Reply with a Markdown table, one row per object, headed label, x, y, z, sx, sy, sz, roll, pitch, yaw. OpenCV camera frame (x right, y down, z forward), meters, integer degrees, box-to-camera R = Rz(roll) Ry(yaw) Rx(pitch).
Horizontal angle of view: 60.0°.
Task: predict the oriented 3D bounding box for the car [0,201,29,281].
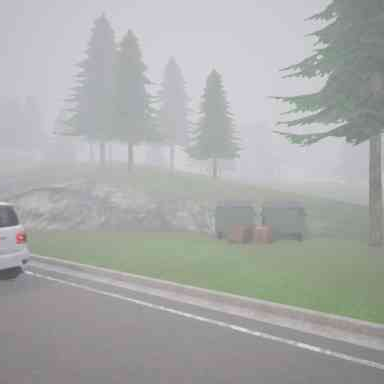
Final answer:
| label | x | y | z | sx | sy | sz | roll | pitch | yaw |
| --- | --- | --- | --- | --- | --- | --- | --- | --- | --- |
| car | -6.457 | 1.222 | 8.602 | 5.566 | 2.045 | 2.150 | 0 | 0 | 36 |
